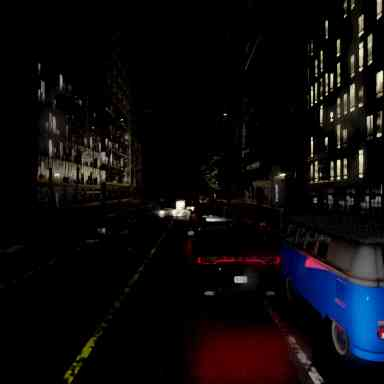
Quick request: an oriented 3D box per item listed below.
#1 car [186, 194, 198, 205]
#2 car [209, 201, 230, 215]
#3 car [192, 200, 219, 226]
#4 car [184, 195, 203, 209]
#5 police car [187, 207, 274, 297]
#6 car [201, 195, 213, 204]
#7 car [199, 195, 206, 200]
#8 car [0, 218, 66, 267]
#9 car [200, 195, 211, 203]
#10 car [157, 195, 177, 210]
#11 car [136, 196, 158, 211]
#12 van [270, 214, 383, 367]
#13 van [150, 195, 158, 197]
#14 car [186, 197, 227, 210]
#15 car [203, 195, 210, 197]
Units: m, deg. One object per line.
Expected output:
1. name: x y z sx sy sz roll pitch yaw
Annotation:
1. car: 0.068 1.327 59.392 2.097 1.767 4.553 0 0 0
2. car: 2.730 1.581 34.100 1.802 1.307 4.206 0 0 0
3. car: 0.929 1.455 24.850 1.801 1.575 5.366 0 0 0
4. car: 0.060 1.345 45.440 2.097 1.767 4.553 0 0 0
5. police car: 0.911 1.425 8.769 1.930 1.638 5.238 0 0 0
6. car: 2.763 1.410 62.563 1.967 1.590 4.097 0 0 0
7. car: 2.796 1.462 91.025 1.887 1.381 4.507 0 0 0
8. car: -5.677 1.582 11.343 1.802 1.307 4.206 0 0 0
9. car: 2.769 1.401 68.255 1.967 1.590 4.097 0 0 0
10. car: -2.951 1.473 42.339 1.882 1.535 5.008 0 0 0
11. car: -5.644 1.548 39.806 2.008 1.369 4.403 0 0 0
12. van: 2.698 1.341 5.639 1.690 1.788 3.998 0 0 0
13. van: -5.630 1.328 51.191 1.690 1.788 3.998 0 0 0
14. car: 0.873 1.351 18.622 2.097 1.767 4.553 0 0 0
15. car: 2.743 1.544 45.485 2.008 1.369 4.403 0 0 0
